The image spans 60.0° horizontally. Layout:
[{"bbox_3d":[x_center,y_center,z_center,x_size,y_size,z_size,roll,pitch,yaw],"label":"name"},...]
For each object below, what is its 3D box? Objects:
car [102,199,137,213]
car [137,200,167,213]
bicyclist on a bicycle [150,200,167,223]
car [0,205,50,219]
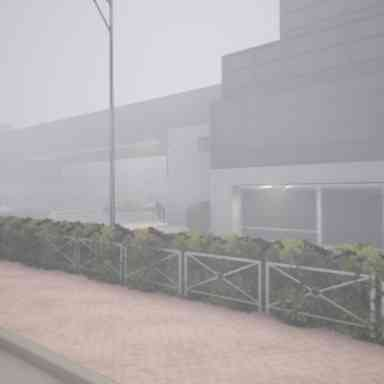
[{"bbox_3d":[-8.662,1.697,40.813,1.882,1.535,5.008,-1,0,36],"label":"car"},{"bbox_3d":[-4.153,1.720,41.101,1.812,1.442,4.674,-1,0,36],"label":"car"},{"bbox_3d":[-2.416,1.416,23.781,1.656,1.620,0.582,-1,0,36],"label":"bicyclist on a bicycle"},{"bbox_3d":[-14.207,1.796,27.024,1.895,1.301,4.718,-1,0,36],"label":"car"}]
